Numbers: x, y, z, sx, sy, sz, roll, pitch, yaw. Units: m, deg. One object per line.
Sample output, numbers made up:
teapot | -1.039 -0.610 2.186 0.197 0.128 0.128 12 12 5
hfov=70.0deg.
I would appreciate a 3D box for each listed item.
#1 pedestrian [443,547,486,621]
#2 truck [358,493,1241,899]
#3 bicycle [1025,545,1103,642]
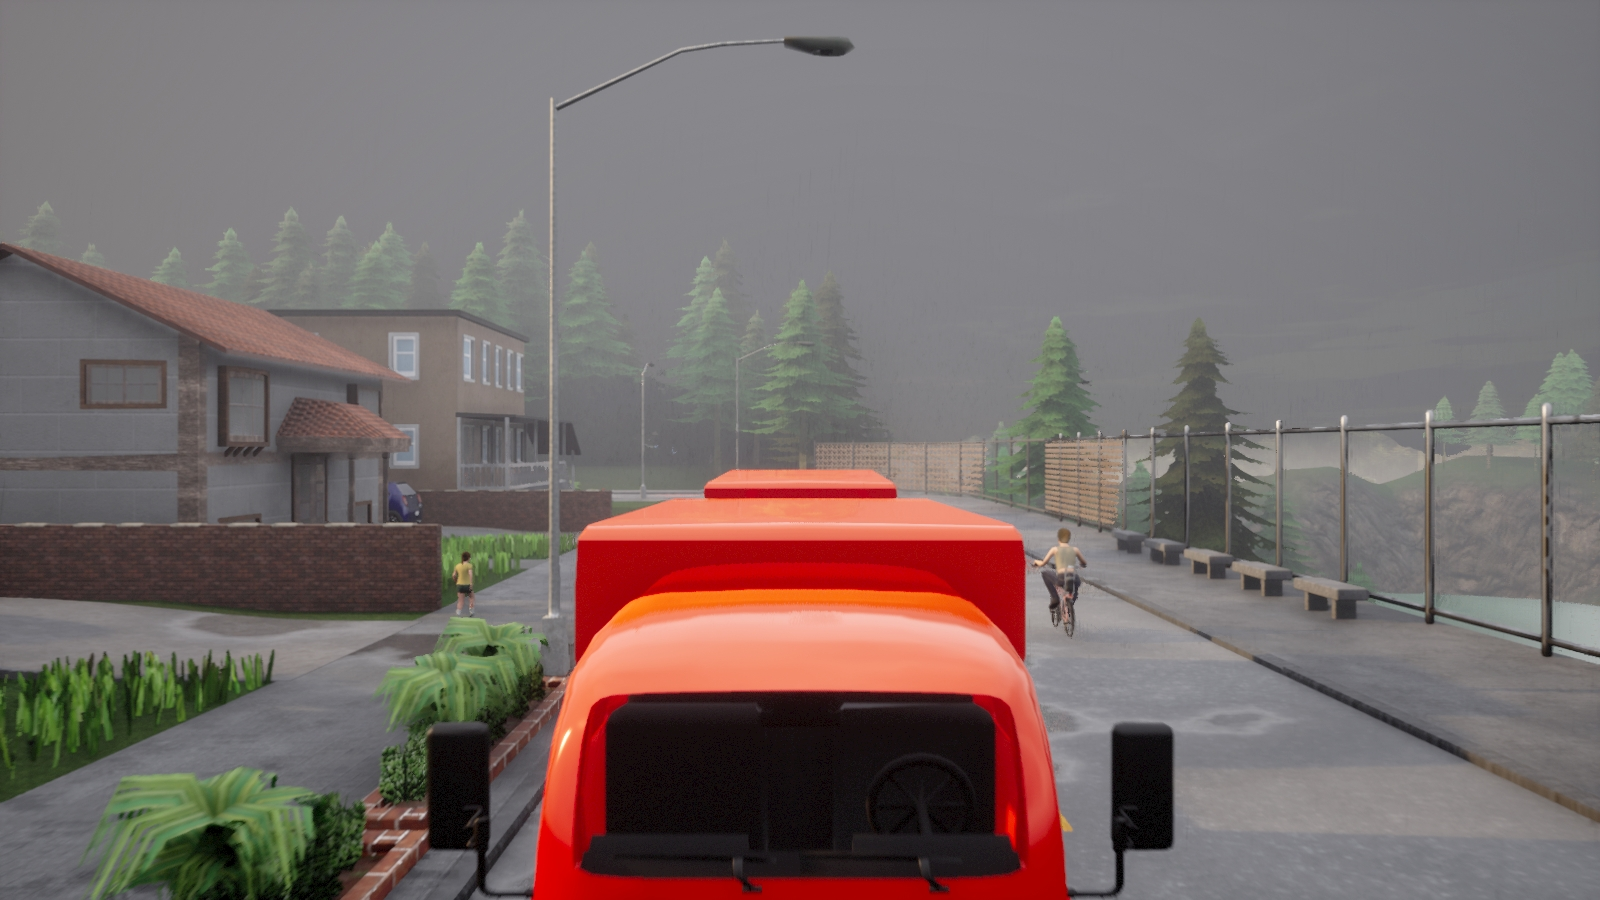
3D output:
pedestrian | -5.297 2.109 18.074 0.500 1.100 0.500 0 0 6
truck | -0.001 1.561 6.004 2.627 2.467 5.204 0 0 0
bicycle | 3.982 2.144 17.344 0.859 1.276 1.487 0 0 0
